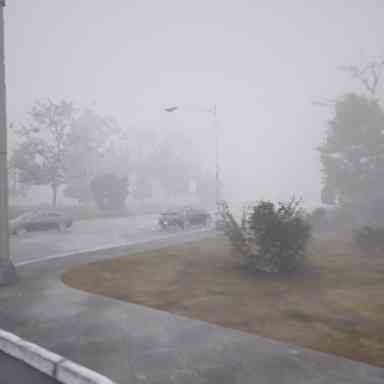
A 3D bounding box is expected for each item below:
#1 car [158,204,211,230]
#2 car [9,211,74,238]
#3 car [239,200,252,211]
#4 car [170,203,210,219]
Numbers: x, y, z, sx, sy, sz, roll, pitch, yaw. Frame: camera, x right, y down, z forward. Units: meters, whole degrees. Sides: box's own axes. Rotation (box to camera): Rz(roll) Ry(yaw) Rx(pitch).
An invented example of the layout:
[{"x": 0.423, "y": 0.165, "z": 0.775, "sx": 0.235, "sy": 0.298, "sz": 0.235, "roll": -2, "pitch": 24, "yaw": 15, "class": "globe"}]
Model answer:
[{"x": -0.390, "y": 1.787, "z": 23.614, "sx": 2.128, "sy": 1.511, "sz": 4.902, "roll": -2, "pitch": -1, "yaw": 33, "class": "car"}, {"x": -10.162, "y": 2.010, "z": 21.705, "sx": 2.128, "sy": 1.511, "sz": 4.902, "roll": -2, "pitch": -1, "yaw": 34, "class": "car"}, {"x": 8.922, "y": 2.090, "z": 51.492, "sx": 1.837, "sy": 1.490, "sz": 4.892, "roll": -2, "pitch": -2, "yaw": 32, "class": "car"}, {"x": -0.115, "y": 2.057, "z": 37.271, "sx": 2.128, "sy": 1.511, "sz": 4.902, "roll": -2, "pitch": -1, "yaw": 32, "class": "car"}]
